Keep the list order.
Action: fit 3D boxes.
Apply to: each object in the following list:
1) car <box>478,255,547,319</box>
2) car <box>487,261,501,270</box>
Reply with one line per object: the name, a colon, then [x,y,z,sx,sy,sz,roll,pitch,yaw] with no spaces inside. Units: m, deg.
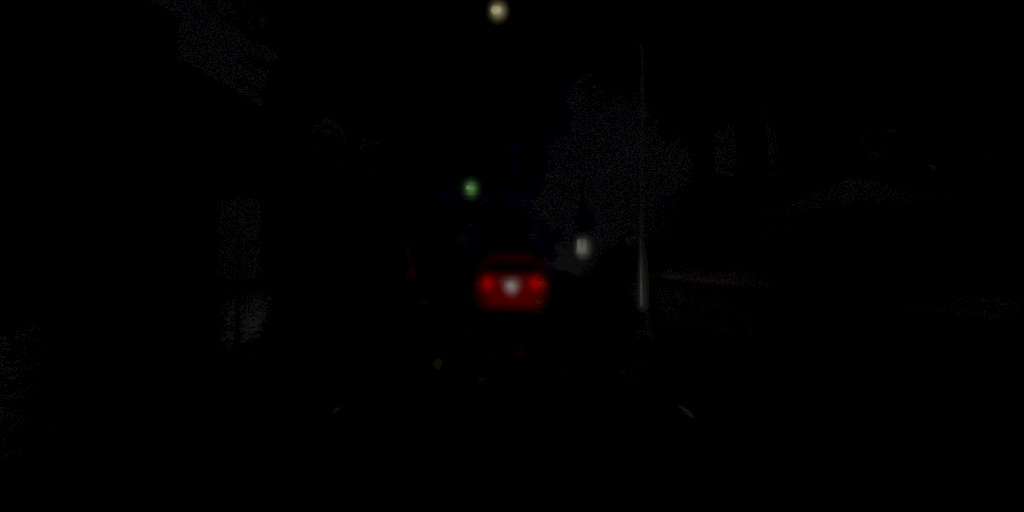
car: [0.108,1.001,13.038,2.150,2.045,5.566,0,-1,3]
car: [-2.844,1.504,56.643,1.994,1.385,4.181,0,0,0]
